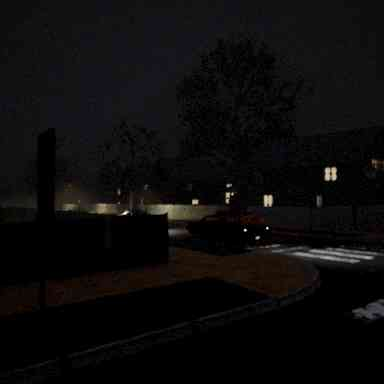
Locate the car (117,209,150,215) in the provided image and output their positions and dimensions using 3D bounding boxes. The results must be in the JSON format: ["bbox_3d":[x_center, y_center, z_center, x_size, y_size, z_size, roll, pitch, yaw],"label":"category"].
[{"bbox_3d":[-4.233,2.059,25.637,2.033,1.411,5.357,1,-2,-35],"label":"car"}]

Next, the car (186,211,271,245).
[{"bbox_3d":[1.762,1.862,17.194,1.895,1.301,4.718,1,-2,-35],"label":"car"}]

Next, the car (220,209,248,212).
[{"bbox_3d":[2.374,1.837,21.492,1.882,1.535,5.008,1,-2,-36],"label":"car"}]

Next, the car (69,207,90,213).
[{"bbox_3d":[-13.127,2.452,38.197,1.994,1.385,4.181,1,-2,-35],"label":"car"}]
